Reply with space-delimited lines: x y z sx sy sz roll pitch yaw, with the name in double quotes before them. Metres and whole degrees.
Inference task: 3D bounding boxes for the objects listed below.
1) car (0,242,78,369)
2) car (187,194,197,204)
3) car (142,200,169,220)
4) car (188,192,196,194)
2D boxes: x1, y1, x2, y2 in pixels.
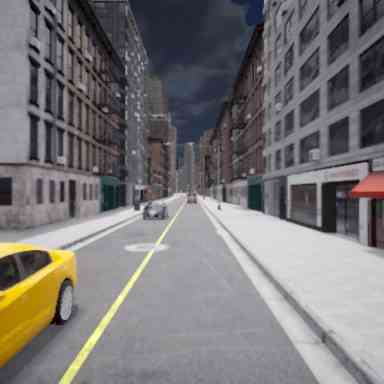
"car" -3.088 1.475 4.282 1.882 1.535 5.008 0 0 0
"car" 0.001 1.521 63.784 2.033 1.411 5.357 0 0 0
"car" -3.036 1.479 28.227 2.128 1.511 4.902 0 0 1
"car" 0.002 1.081 74.230 2.150 2.045 5.566 0 0 0
